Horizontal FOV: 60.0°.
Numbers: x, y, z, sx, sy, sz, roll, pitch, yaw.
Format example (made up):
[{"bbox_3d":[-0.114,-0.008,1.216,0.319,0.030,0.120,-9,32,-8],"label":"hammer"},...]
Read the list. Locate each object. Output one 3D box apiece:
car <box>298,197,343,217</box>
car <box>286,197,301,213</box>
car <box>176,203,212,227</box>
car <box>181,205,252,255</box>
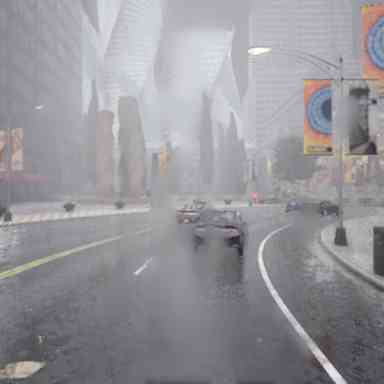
[{"bbox_3d":[12.356,1.487,31.246,4.892,1.490,1.837,0,-1,-41],"label":"car"},{"bbox_3d":[12.024,1.332,35.307,4.553,1.767,2.097,0,0,-38],"label":"car"},{"bbox_3d":[0.684,1.479,21.797,2.128,1.511,4.902,0,0,25],"label":"car"},{"bbox_3d":[1.288,1.484,13.404,2.128,1.511,4.902,0,0,13],"label":"car"}]
